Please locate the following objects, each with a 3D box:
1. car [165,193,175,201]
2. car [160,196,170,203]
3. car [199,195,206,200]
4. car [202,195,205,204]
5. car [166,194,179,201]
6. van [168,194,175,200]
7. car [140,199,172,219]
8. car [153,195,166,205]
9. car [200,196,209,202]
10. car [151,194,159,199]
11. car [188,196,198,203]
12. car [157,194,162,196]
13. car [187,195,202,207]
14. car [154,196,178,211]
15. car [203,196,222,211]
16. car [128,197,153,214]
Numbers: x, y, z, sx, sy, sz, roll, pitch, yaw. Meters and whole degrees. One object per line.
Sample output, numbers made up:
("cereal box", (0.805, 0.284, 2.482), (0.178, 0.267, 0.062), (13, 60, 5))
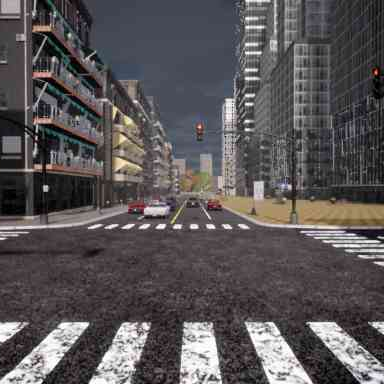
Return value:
("car", (-5.598, 1.322, 86.258), (2.192, 1.841, 5.009), (-1, 0, 0))
("car", (-5.615, 1.584, 69.311), (1.802, 1.307, 4.206), (-1, 0, 0))
("car", (2.759, 1.535, 92.125), (1.752, 1.417, 4.829), (-1, 0, 0))
("car", (2.725, 1.551, 63.709), (2.008, 1.369, 4.403), (-1, 0, 0))
("car", (-3.027, 1.502, 49.709), (1.837, 1.490, 4.892), (0, 0, 0))
("van", (-5.591, 1.351, 91.906), (1.690, 1.788, 3.998), (-1, 0, 0))
("car", (-3.063, 1.597, 29.467), (1.895, 1.301, 4.718), (0, 0, 0))
("car", (-5.631, 1.439, 58.013), (1.967, 1.590, 4.097), (-1, 0, 0))
("car", (2.739, 1.548, 75.007), (1.887, 1.381, 4.507), (-1, 0, 0))
("car", (-5.652, 1.436, 41.066), (1.967, 1.590, 4.097), (-1, 0, 0))
("car", (0.193, 1.603, 69.720), (1.895, 1.301, 4.718), (0, 0, 0))
("car", (-5.640, 1.312, 52.365), (2.192, 1.841, 5.009), (-1, 0, 0))
("car", (0.164, 1.523, 51.325), (1.812, 1.442, 4.674), (0, 0, 0))
("car", (-3.039, 1.560, 39.528), (1.994, 1.385, 4.181), (0, 0, 1))
("car", (2.696, 1.541, 41.113), (1.887, 1.381, 4.507), (-1, 0, 0))
("car", (-5.657, 1.540, 35.417), (1.887, 1.381, 4.507), (-1, 0, 0))
